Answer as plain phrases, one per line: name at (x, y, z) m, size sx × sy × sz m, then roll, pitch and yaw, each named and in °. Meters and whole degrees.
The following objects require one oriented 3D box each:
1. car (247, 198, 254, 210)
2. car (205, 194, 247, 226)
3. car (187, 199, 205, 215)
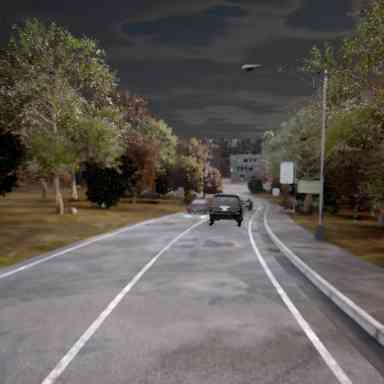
car at (6.655, 1.476, 41.882) m, size 2.128 × 1.511 × 4.902 m, roll 1°, pitch 0°, yaw 13°
car at (2.568, 1.201, 23.842) m, size 2.150 × 2.045 × 5.566 m, roll 1°, pitch 0°, yaw 11°
car at (0.800, 1.427, 33.073) m, size 1.812 × 1.442 × 4.674 m, roll 1°, pitch 0°, yaw 13°
